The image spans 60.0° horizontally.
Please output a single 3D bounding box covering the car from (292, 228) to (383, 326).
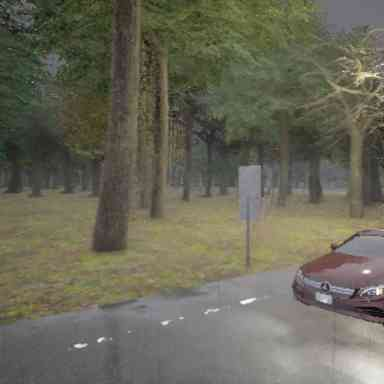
[{"bbox_3d":[4.101,1.524,6.925,4.674,1.442,1.812,0,0,-36],"label":"car"}]
